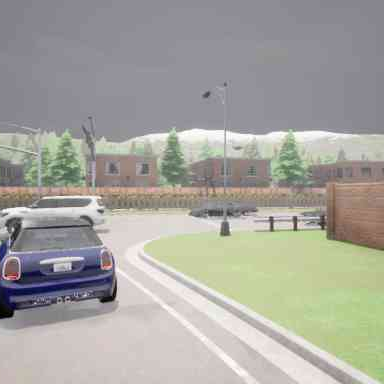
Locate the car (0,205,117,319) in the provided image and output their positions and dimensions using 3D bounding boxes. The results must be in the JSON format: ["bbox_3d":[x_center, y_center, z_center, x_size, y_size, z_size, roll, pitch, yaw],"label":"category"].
[{"bbox_3d":[-3.306,1.352,7.765,2.097,1.767,4.553,0,0,-29],"label":"car"}]

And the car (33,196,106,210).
[{"bbox_3d":[-7.569,1.221,18.495,5.566,2.045,2.150,0,0,-14],"label":"car"}]

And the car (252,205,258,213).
[{"bbox_3d":[3.638,1.546,32.056,5.357,1.411,2.033,0,0,-14],"label":"car"}]

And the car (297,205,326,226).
[{"bbox_3d":[9.911,1.547,22.784,5.357,1.411,2.033,0,0,-14],"label":"car"}]

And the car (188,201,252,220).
[{"bbox_3d":[2.133,1.491,28.082,4.902,1.511,2.128,0,0,-14],"label":"car"}]
